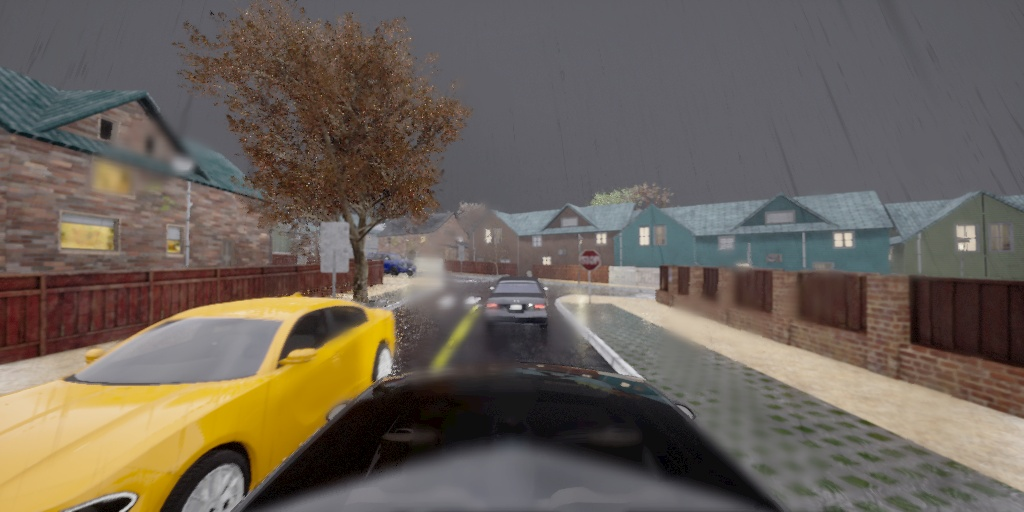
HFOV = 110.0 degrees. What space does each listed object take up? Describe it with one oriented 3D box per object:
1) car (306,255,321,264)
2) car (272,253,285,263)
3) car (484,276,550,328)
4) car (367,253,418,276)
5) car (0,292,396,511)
[{"bbox_3d":[-20.381,0.718,38.859,4.892,1.490,1.837,3,0,32],"label":"car"},{"bbox_3d":[-30.695,0.345,45.344,5.008,1.535,1.882,2,0,32],"label":"car"},{"bbox_3d":[0.212,1.358,11.585,2.033,1.411,5.357,0,0,2],"label":"car"},{"bbox_3d":[-11.241,0.754,33.124,5.566,2.045,2.150,2,-1,32],"label":"car"},{"bbox_3d":[-2.840,1.241,3.918,1.882,1.535,5.008,0,0,0],"label":"car"}]
